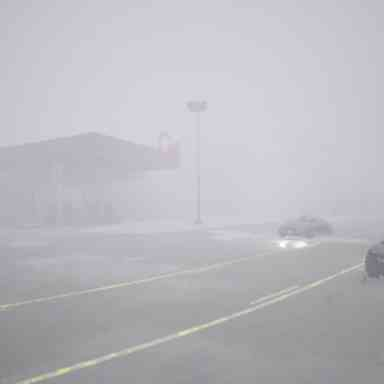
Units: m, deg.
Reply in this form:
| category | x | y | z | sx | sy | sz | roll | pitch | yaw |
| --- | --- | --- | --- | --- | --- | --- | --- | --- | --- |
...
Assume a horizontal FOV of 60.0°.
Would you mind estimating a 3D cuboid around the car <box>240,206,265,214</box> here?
| category | x | y | z | sx | sy | sz | roll | pitch | yaw |
| --- | --- | --- | --- | --- | --- | --- | --- | --- | --- |
| car | 11.187 | 3.259 | 61.910 | 5.008 | 1.535 | 1.882 | -2 | -2 | 44 |

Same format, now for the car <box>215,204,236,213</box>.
| category | x | y | z | sx | sy | sz | roll | pitch | yaw |
| --- | --- | --- | --- | --- | --- | --- | --- | --- | --- |
| car | 7.086 | 3.450 | 70.667 | 4.553 | 1.767 | 2.097 | -2 | -2 | 44 |

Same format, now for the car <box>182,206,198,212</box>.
| category | x | y | z | sx | sy | sz | roll | pitch | yaw |
| --- | --- | --- | --- | --- | --- | --- | --- | --- | --- |
| car | -0.320 | 3.922 | 77.859 | 4.674 | 1.442 | 1.812 | -2 | -2 | 44 |

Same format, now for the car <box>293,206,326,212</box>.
| category | x | y | z | sx | sy | sz | roll | pitch | yaw |
| --- | --- | --- | --- | --- | --- | --- | --- | --- | --- |
| car | 20.427 | 3.100 | 57.769 | 5.357 | 1.411 | 2.033 | -2 | -2 | 45 |

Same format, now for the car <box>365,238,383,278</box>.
| category | x | y | z | sx | sy | sz | roll | pitch | yaw |
| --- | --- | --- | --- | --- | --- | --- | --- | --- | --- |
| car | 6.933 | 1.810 | 10.225 | 1.994 | 1.385 | 4.181 | -2 | -2 | 45 |

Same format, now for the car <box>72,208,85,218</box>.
| category | x | y | z | sx | sy | sz | roll | pitch | yaw |
| --- | --- | --- | --- | --- | --- | --- | --- | --- | --- |
| car | -18.885 | 3.311 | 53.440 | 3.806 | 1.475 | 1.970 | -2 | -2 | 45 |

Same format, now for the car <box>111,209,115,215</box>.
| category | x | y | z | sx | sy | sz | roll | pitch | yaw |
| --- | --- | --- | --- | --- | --- | --- | --- | --- | --- |
| car | -15.428 | 3.254 | 58.094 | 4.611 | 1.667 | 2.242 | -2 | -2 | 45 |

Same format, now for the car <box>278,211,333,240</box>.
| category | x | y | z | sx | sy | sz | roll | pitch | yaw |
| --- | --- | --- | --- | --- | --- | --- | --- | --- | --- |
| car | 7.052 | 2.127 | 20.610 | 1.994 | 1.385 | 4.181 | -2 | -2 | 44 |
